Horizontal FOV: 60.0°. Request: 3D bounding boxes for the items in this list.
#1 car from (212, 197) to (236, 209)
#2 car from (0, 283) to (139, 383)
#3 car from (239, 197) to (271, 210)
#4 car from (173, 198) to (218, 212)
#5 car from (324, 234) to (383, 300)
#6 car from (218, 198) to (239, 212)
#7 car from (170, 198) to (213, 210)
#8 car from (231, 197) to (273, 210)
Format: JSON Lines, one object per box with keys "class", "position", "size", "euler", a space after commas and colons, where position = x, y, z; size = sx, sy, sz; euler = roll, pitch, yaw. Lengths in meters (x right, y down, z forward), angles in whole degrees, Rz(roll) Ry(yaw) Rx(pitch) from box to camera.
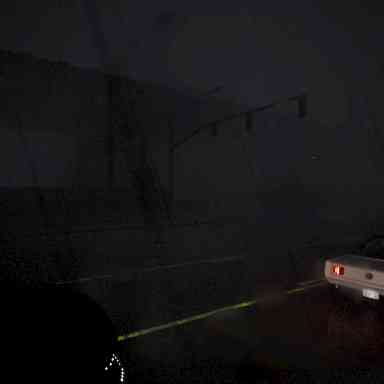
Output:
{"class": "car", "position": [3.796, 1.295, 39.118], "size": [1.853, 1.218, 4.536], "euler": [0, 0, 18]}
{"class": "car", "position": [-3.019, 1.221, 1.596], "size": [5.566, 2.045, 2.150], "euler": [0, 0, -35]}
{"class": "car", "position": [7.637, 1.295, 42.824], "size": [4.536, 1.218, 1.853], "euler": [0, 0, -7]}
{"class": "car", "position": [0.037, 1.453, 36.382], "size": [4.974, 1.542, 2.038], "euler": [0, 0, 8]}
{"class": "car", "position": [5.125, 1.601, 7.437], "size": [4.718, 1.301, 1.895], "euler": [0, 0, -35]}
{"class": "car", "position": [3.780, 1.453, 39.069], "size": [2.038, 1.542, 4.974], "euler": [0, 0, 18]}
{"class": "car", "position": [-0.014, 1.295, 36.389], "size": [4.536, 1.218, 1.853], "euler": [0, 0, 8]}
{"class": "car", "position": [7.688, 1.453, 42.831], "size": [4.974, 1.542, 2.038], "euler": [0, 0, -7]}
